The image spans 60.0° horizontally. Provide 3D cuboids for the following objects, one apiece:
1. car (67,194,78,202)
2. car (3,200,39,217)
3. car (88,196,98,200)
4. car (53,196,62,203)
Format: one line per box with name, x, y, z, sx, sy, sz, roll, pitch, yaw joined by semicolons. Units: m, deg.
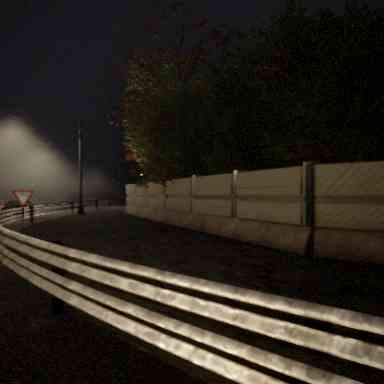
car;-29.698;1.534;82.814;2.150;2.045;5.566;0;0;-24
car;-17.655;1.575;34.613;2.097;1.767;4.553;0;0;-5
car;-24.749;1.818;83.117;1.812;1.442;4.674;0;0;-8
car;-32.948;1.791;81.520;1.882;1.535;5.008;0;0;-24
